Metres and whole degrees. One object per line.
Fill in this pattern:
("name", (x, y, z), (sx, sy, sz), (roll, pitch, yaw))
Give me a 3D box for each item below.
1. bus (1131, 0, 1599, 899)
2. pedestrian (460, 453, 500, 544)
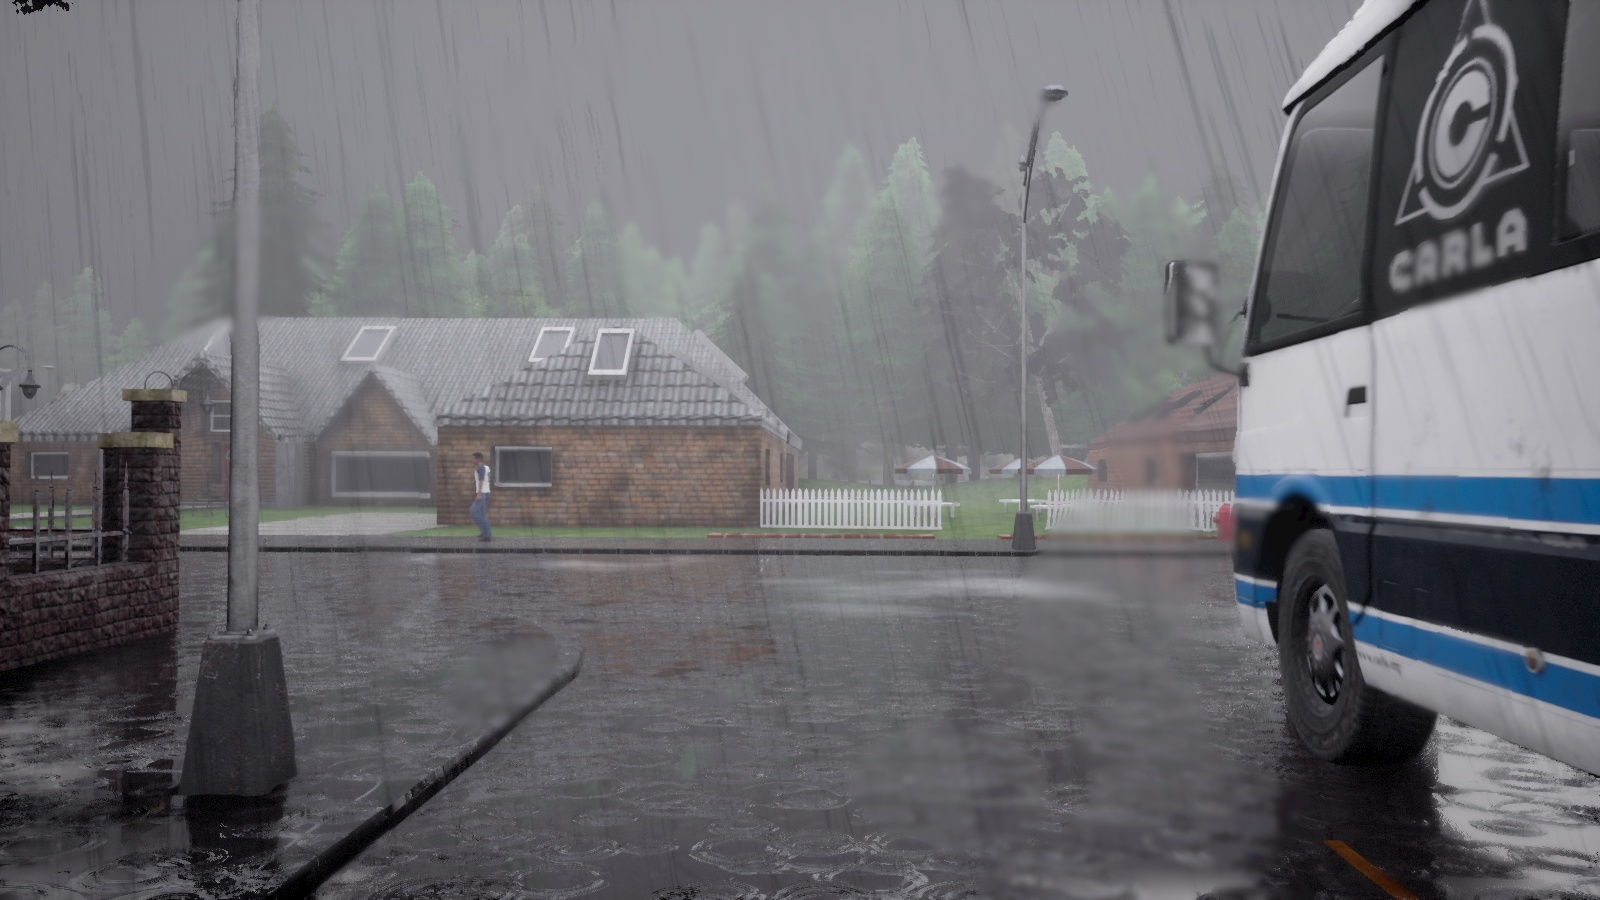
("bus", (4.210, -0.515, 3.793), (3.944, 4.253, 10.273), (0, -1, 2))
("pedestrian", (-6.508, 0.974, 25.539), (0.706, 1.836, 0.354), (0, -1, 1))
